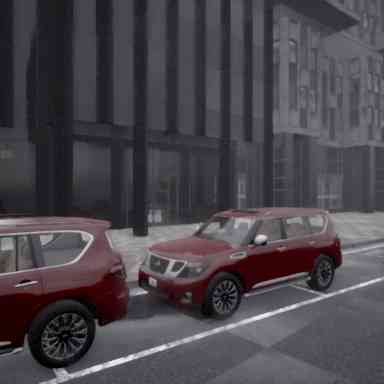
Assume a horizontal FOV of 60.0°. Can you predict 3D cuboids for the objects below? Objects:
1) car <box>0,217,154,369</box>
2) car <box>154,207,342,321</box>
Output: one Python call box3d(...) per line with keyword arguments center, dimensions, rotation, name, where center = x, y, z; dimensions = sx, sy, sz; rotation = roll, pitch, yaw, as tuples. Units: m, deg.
box3d(center=(-3.255, 1.315, 4.211), dimensions=(5.009, 1.841, 2.192), rotation=(0, 0, -35), name="car")
box3d(center=(1.343, 1.311, 7.479), dimensions=(5.009, 1.841, 2.192), rotation=(0, 0, -35), name="car")
